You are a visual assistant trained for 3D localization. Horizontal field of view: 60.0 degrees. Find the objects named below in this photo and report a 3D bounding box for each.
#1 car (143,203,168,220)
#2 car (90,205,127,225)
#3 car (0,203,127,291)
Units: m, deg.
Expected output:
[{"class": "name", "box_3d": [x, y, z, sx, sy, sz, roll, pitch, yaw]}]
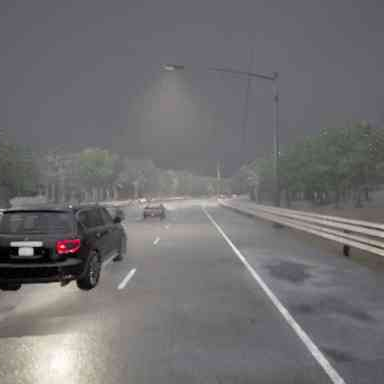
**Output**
[{"class": "car", "box_3d": [-3.364, 1.766, 30.836, 2.128, 1.511, 4.902, 0, 0, 0]}, {"class": "car", "box_3d": [-6.868, 1.842, 27.875, 1.994, 1.385, 4.181, 0, 0, 0]}, {"class": "car", "box_3d": [-3.394, 1.327, 9.495, 2.150, 2.045, 5.566, 0, 0, 0]}]
